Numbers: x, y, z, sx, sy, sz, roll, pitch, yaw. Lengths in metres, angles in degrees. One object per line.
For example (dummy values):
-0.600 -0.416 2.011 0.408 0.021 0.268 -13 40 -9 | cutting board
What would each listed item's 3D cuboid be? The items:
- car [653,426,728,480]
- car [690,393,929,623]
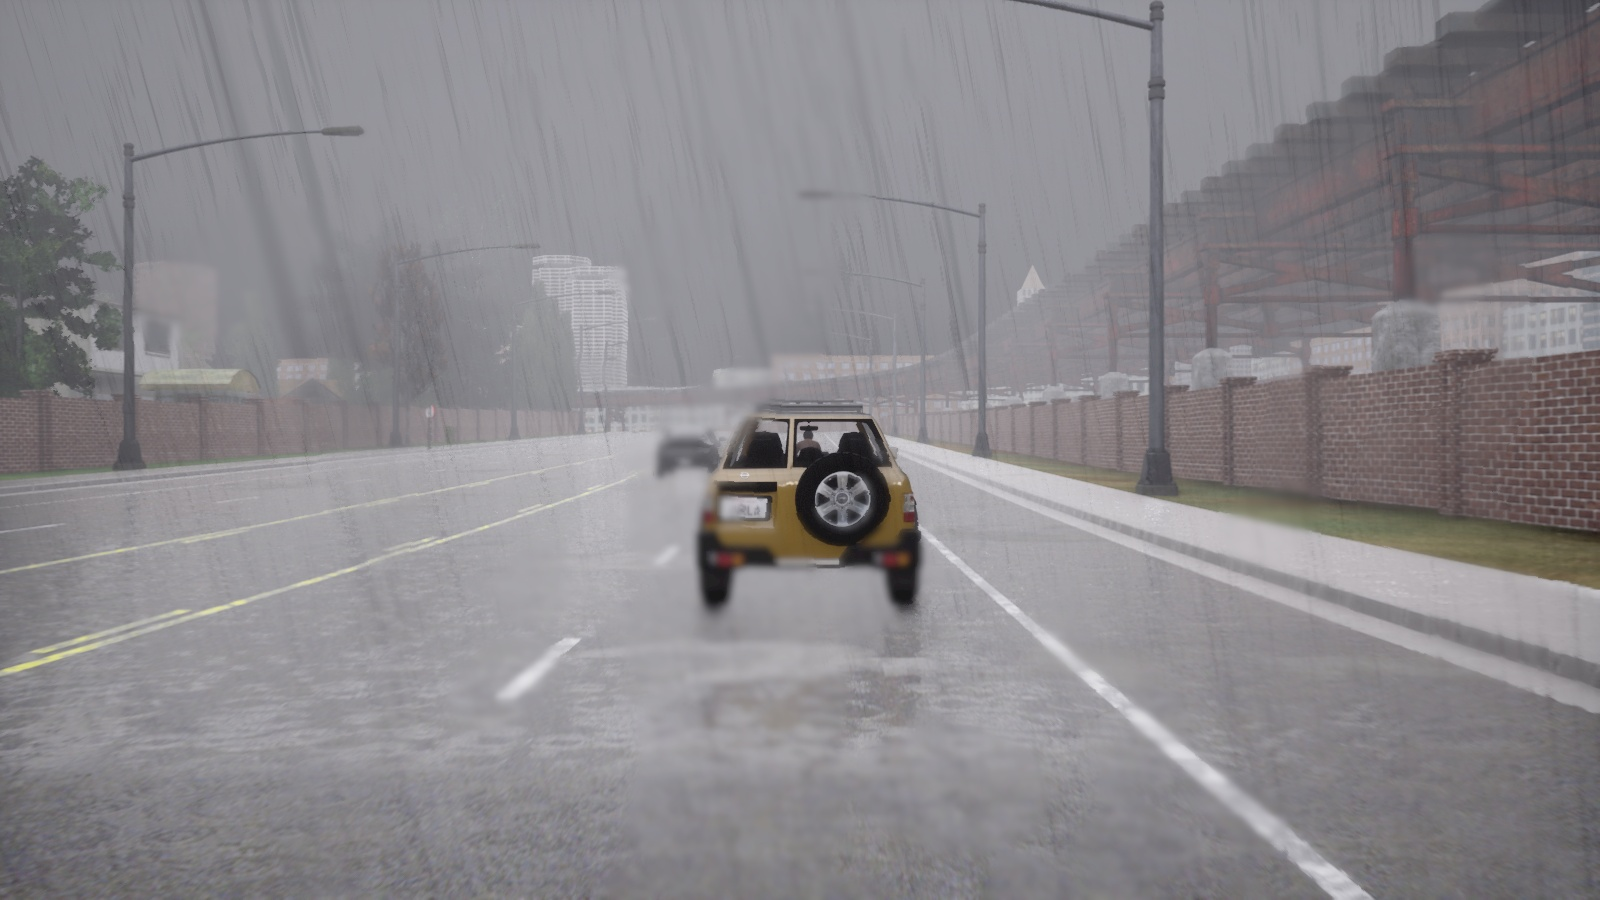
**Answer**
-3.259 0.033 38.148 1.837 1.490 4.892 0 2 0 | car
0.089 0.437 12.424 1.932 1.855 4.605 0 1 0 | car
